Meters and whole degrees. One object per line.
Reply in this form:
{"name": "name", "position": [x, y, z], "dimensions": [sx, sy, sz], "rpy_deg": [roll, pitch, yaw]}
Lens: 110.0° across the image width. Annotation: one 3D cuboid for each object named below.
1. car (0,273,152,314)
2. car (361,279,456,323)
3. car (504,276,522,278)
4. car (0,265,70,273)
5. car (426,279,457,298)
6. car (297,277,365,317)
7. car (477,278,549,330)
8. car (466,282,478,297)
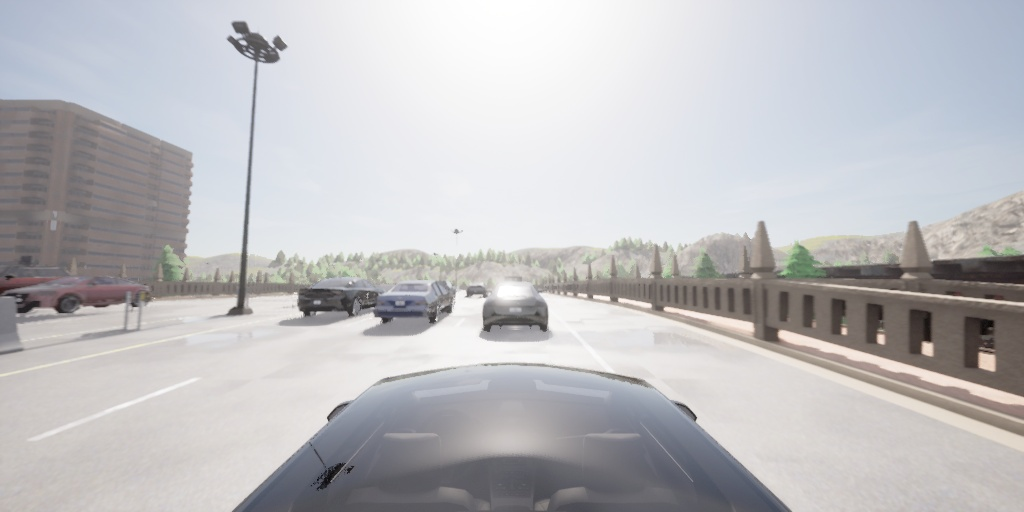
{"name": "car", "position": [-17.500, 1.487, 14.674], "dimensions": [1.994, 1.385, 4.181], "rpy_deg": [0, -3, 0]}
{"name": "car", "position": [-3.400, 1.609, 13.399], "dimensions": [2.033, 1.411, 5.357], "rpy_deg": [0, -3, 0]}
{"name": "car", "position": [0.087, 2.970, 34.719], "dimensions": [2.150, 2.045, 5.566], "rpy_deg": [0, -5, 0]}
{"name": "car", "position": [-21.000, 1.140, 14.727], "dimensions": [2.097, 1.767, 4.553], "rpy_deg": [0, -3, 0]}
{"name": "car", "position": [-6.902, 3.178, 35.604], "dimensions": [2.097, 1.767, 4.553], "rpy_deg": [0, -5, 0]}
{"name": "car", "position": [-6.900, 1.638, 15.187], "dimensions": [1.882, 1.535, 5.008], "rpy_deg": [0, -3, 0]}
{"name": "car", "position": [0.099, 1.556, 11.965], "dimensions": [1.994, 1.385, 4.181], "rpy_deg": [0, -3, 0]}
{"name": "car", "position": [-3.401, 3.330, 35.747], "dimensions": [2.128, 1.511, 4.902], "rpy_deg": [0, -5, 0]}
